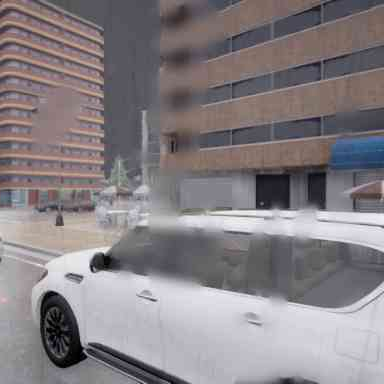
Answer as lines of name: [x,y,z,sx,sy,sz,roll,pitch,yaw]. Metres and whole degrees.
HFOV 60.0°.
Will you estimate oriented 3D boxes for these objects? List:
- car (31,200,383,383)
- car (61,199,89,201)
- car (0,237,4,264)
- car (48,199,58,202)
car: [0.289,1.222,3.981,5.566,2.045,2.150,0,0,39]
car: [-11.747,1.587,36.823,1.812,1.442,4.674,0,0,40]
car: [-7.526,1.528,10.418,4.674,1.442,1.812,0,0,40]
car: [-15.479,1.567,38.149,1.837,1.490,4.892,0,0,40]
